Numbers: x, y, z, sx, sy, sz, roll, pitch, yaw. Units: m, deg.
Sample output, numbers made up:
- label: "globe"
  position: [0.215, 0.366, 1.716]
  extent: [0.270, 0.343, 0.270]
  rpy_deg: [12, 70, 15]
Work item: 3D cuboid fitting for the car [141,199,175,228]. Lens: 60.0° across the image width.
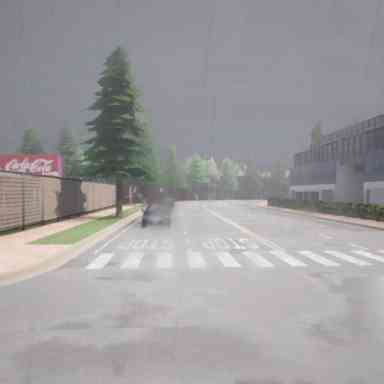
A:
- label: "car"
  position: [-2.290, 1.501, 22.242]
  extent: [2.128, 1.511, 4.902]
  rpy_deg: [0, 0, -3]
